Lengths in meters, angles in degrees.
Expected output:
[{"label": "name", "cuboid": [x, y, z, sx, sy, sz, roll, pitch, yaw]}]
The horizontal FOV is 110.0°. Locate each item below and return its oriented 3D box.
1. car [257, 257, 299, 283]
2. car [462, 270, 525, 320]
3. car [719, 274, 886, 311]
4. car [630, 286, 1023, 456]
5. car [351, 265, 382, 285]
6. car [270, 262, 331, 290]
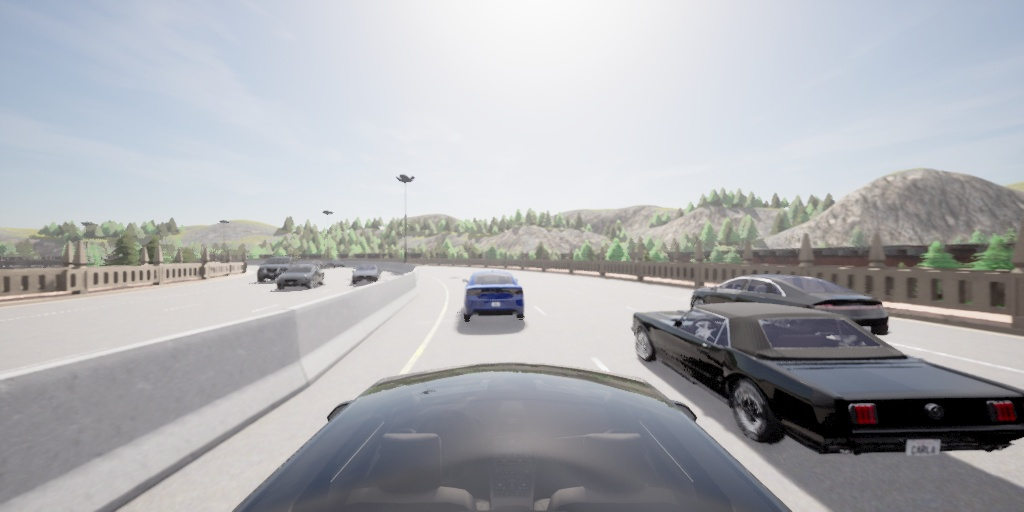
[{"label": "car", "cuboid": [-19.132, 1.078, 29.730, 2.150, 2.045, 5.566, 0, 0, -20]}, {"label": "car", "cuboid": [-0.745, 1.240, 12.757, 1.882, 1.535, 5.008, 0, 0, -7]}, {"label": "car", "cuboid": [6.613, 1.220, 9.336, 2.128, 1.511, 4.902, 0, 0, -4]}, {"label": "car", "cuboid": [3.411, 1.339, 5.257, 1.895, 1.301, 4.718, 0, 0, -2]}, {"label": "car", "cuboid": [-11.093, 1.365, 27.704, 2.033, 1.411, 5.357, 0, 0, -17]}, {"label": "car", "cuboid": [-13.564, 1.329, 23.338, 1.837, 1.490, 4.892, 0, 0, -15]}]
